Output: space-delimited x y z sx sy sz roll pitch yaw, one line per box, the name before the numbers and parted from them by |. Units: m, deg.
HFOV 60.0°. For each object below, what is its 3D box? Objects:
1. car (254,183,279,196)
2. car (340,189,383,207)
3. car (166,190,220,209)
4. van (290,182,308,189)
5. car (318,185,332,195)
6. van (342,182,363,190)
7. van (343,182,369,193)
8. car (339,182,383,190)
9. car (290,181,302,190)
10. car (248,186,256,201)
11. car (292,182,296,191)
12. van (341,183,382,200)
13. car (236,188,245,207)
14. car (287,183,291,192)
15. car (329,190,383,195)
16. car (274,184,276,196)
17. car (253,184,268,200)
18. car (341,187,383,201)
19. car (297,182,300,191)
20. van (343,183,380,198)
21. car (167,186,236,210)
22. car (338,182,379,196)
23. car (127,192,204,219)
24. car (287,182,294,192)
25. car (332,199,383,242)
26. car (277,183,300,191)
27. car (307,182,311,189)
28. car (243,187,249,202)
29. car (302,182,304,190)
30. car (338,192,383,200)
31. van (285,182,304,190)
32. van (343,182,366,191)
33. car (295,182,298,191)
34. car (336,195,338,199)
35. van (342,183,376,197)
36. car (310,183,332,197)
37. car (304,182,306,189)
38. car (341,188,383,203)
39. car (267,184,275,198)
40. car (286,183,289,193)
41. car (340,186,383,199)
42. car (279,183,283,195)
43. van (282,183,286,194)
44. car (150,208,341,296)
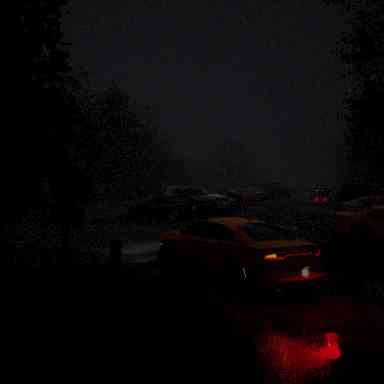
car | 9.529 -0.205 47.305 4.553 1.767 2.185 1 2 24
car | 16.765 0.569 31.794 4.792 1.488 2.163 1 3 24
car | -0.844 0.898 24.610 5.008 1.535 2.097 1 3 24
van | 28.943 -1.745 90.275 4.442 1.987 1.878 1 1 24
car | 22.697 -0.404 56.657 1.882 1.535 5.008 1 2 24
van | 38.546 -1.436 79.805 4.442 1.987 1.878 1 2 24
van | 31.868 -0.900 64.584 4.442 1.987 1.878 1 2 24
car | 15.669 0.402 29.241 5.566 2.045 2.435 1 3 24
car | 19.684 -0.887 70.123 5.366 1.575 1.946 1 2 24
car | 3.583 0.440 34.785 5.366 1.575 1.946 1 3 24
car | 16.233 -0.621 62.548 5.366 1.575 1.946 1 2 24
van | 21.274 -0.099 41.872 4.442 1.987 1.878 1 2 24
car | 1.620 0.672 29.583 5.366 1.575 1.946 1 3 24
car | 14.074 -0.408 57.434 4.792 1.488 2.163 1 2 24
car | 13.179 0.872 24.304 5.366 1.575 1.946 1 3 24
car | 8.343 0.016 44.798 4.892 1.521 2.231 1 3 24
car | 5.934 0.212 39.943 5.366 1.575 1.946 1 3 24
car | 20.258 0.252 39.322 4.792 1.488 2.163 1 2 24
car | 18.697 -0.792 67.524 4.892 1.521 2.231 1 2 24
van | 23.780 -0.276 46.832 4.442 1.987 1.878 1 2 24
car | 0.326 0.534 27.113 5.566 2.045 2.435 1 3 24
car | 25.944 -0.481 51.930 5.566 2.045 2.435 1 2 24
car | -2.026 1.040 22.101 4.792 1.488 2.163 1 3 24
car | 15.225 -0.497 59.959 4.792 1.488 2.163 1 2 24
car | 8.803 1.323 14.267 5.008 1.535 2.097 1 3 24
car | 20.975 -1.096 72.580 4.553 1.767 2.185 1 2 24
car | 26.781 -1.665 85.176 5.566 2.045 2.435 1 2 24
car | 2.608 0.560 32.182 4.892 1.521 2.231 1 3 24
car | 22.125 -1.185 75.105 4.553 1.767 2.185 1 2 24
car | 9.984 1.086 16.766 4.553 1.767 2.185 1 3 24
van | 25.499 -1.553 82.712 4.442 1.987 1.878 1 2 24
van | 36.459 -1.255 74.662 4.442 1.987 1.878 1 2 24
car | 17.558 -0.703 64.993 4.892 1.521 2.231 1 2 24
car | 11.025 1.132 19.203 4.792 1.488 2.163 1 3 24
van | 24.716 -0.369 49.449 4.442 1.987 1.878 1 2 24
car | 18.430 -0.060 47.292 2.128 1.511 4.902 1 2 24
car | 23.299 -1.148 77.624 5.008 1.535 2.097 1 2 24
car | 19.164 0.348 36.922 4.792 1.488 2.163 1 3 24
car | 7.371 0.116 42.202 5.366 1.575 1.946 1 3 24
car | 12.924 -0.320 54.909 4.792 1.488 2.163 1 2 24
car | 22.531 0.036 44.367 5.008 1.535 2.097 1 2 24
car | 10.676 -0.141 49.834 4.792 1.488 2.163 1 2 24
van | 11.907 -0.484 52.314 4.442 1.987 1.878 1 2 24
car | 0.899 1.383 8.501 1.882 1.535 5.008 2 -1 -31
